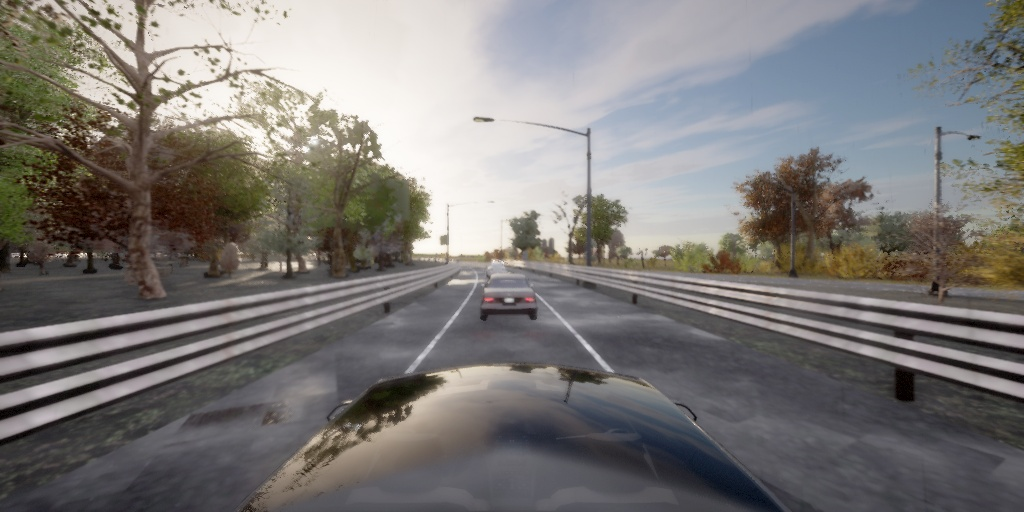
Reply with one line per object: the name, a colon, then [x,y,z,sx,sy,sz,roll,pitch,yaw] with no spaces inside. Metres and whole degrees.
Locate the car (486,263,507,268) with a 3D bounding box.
car: [-1.477,1.363,34.115,1.812,1.442,4.674,0,0,-5]

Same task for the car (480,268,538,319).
car: [-0.149,1.333,12.870,2.033,1.411,5.357,0,0,-2]
